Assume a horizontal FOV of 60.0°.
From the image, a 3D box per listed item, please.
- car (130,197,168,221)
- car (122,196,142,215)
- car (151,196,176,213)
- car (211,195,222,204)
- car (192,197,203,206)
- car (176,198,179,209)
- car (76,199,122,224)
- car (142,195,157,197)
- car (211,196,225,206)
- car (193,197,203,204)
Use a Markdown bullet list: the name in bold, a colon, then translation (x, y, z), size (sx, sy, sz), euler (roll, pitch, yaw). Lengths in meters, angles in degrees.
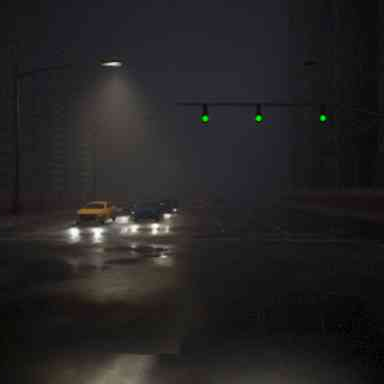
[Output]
- **car**: translation (-3.379, 1.473, 26.975), size (1.882, 1.535, 5.008), euler (0, 0, 1)
- **car**: translation (-6.703, 1.486, 33.880), size (2.128, 1.511, 4.902), euler (0, 0, 2)
- **car**: translation (-3.133, 1.499, 36.200), size (1.837, 1.490, 4.892), euler (0, 0, 2)
- **car**: translation (4.674, 1.466, 64.944), size (1.882, 1.535, 5.008), euler (0, 0, 1)
- **car**: translation (0.912, 1.591, 54.737), size (1.895, 1.301, 4.718), euler (0, 0, 1)
- **car**: translation (-2.792, 1.540, 46.793), size (2.033, 1.411, 5.357), euler (0, 0, 1)
- **car**: translation (-6.937, 1.474, 24.615), size (1.882, 1.535, 5.008), euler (0, 0, 1)
- **car**: translation (-6.377, 1.345, 43.936), size (2.097, 1.767, 4.553), euler (0, 0, 2)
- **car**: translation (4.416, 1.468, 54.832), size (1.882, 1.535, 5.008), euler (0, 0, 1)
- **car**: translation (1.175, 1.589, 65.063), size (1.895, 1.301, 4.718), euler (0, 0, 1)
